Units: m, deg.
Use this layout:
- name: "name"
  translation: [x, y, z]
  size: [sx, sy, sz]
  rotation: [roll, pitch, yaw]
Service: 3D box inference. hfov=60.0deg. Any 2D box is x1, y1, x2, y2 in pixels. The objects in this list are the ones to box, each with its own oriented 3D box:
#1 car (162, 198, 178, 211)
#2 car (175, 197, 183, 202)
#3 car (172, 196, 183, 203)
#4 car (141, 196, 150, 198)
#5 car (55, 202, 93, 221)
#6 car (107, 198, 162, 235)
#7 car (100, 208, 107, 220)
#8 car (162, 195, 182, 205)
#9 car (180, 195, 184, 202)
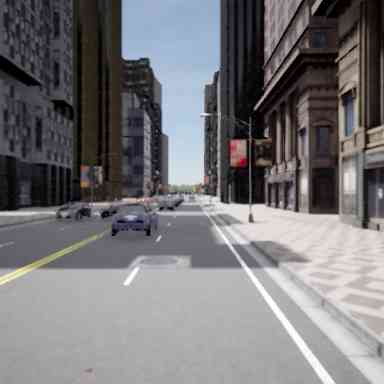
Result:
- name: "car"
  translation: [-3.257, 1.749, 43.215]
  size: [1.895, 1.301, 4.718]
  rotation: [0, 0, 0]
- name: "car"
  translation: [-3.264, 1.922, 87.215]
  size: [1.895, 1.301, 4.718]
  rotation: [0, 0, 0]
- name: "car"
  translation: [-3.262, 1.783, 76.216]
  size: [2.163, 1.488, 4.792]
  rotation: [0, 0, 0]
- name: "car"
  translation: [-9.761, 1.534, 68.820]
  size: [2.097, 1.767, 4.553]
  rotation: [0, 0, 0]
- name: "car"
  translation: [-9.849, 1.581, 28.107]
  size: [2.128, 1.511, 4.902]
  rotation: [0, 0, 0]
- name: "car"
  translation: [-3.151, 1.411, 19.190]
  size: [2.097, 1.767, 4.553]
  rotation: [0, 0, 0]
- name: "car"
  translation: [-6.601, 1.694, 29.149]
  size: [1.895, 1.301, 4.718]
  rotation: [0, 0, 0]
- name: "car"
  translation: [-3.259, 1.696, 54.216]
  size: [2.163, 1.488, 4.792]
  rotation: [0, 0, 0]
- name: "car"
  translation: [-3.261, 1.739, 65.216]
  size: [2.163, 1.488, 4.792]
  rotation: [0, 0, 0]
